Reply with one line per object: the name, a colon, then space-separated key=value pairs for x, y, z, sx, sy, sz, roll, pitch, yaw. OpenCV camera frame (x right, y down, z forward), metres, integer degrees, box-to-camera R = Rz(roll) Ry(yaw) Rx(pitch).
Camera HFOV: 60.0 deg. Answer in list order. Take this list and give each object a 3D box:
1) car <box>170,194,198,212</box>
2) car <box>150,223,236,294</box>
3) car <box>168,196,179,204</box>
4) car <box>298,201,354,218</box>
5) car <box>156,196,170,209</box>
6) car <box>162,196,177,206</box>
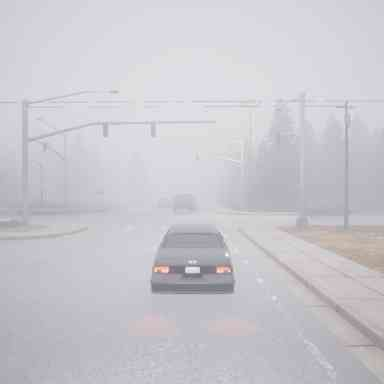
car: x=-0.672 y=1.219 z=38.093 sx=2.150 sy=2.045 sz=5.566 roll=0 pitch=0 yaw=8
car: x=0.030 y=1.545 z=8.919 sx=2.033 sy=1.411 sz=5.357 roll=0 pitch=0 yaw=0
car: x=-3.597 y=1.505 z=64.573 sx=1.837 sy=1.490 sz=4.892 roll=0 pitch=0 yaw=1
car: x=11.891 y=1.552 z=29.633 sx=4.674 sy=1.442 sz=1.812 roll=0 pitch=0 yaw=1
car: x=-3.698 y=1.505 z=45.044 sx=1.837 sy=1.490 sz=4.892 roll=0 pitch=0 yaw=0
car: x=-3.695 y=1.491 z=54.695 sx=2.128 sy=1.511 sz=4.902 roll=0 pitch=0 yaw=0
